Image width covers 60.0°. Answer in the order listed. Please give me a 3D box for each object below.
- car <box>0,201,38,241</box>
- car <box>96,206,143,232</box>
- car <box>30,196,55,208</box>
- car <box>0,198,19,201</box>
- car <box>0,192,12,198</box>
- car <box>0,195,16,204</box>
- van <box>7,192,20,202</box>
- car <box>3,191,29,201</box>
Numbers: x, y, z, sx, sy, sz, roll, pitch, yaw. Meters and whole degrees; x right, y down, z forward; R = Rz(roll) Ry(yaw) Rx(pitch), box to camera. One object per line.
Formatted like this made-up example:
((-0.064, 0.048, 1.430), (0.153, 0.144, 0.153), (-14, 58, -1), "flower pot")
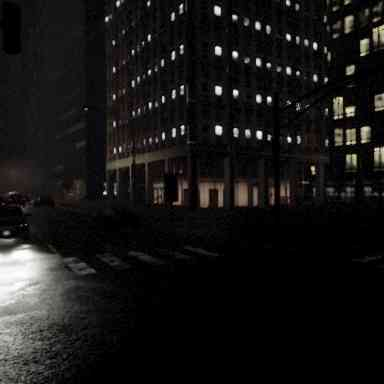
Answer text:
((-8.886, 1.409, 15.771), (2.128, 1.511, 4.902), (-1, 1, -31), "car")
((-4.128, 1.446, 18.674), (1.802, 1.307, 4.206), (0, 0, -31), "car")
((-18.696, 1.150, 41.983), (1.967, 1.590, 4.097), (0, 0, -34), "car")
((-14.066, 1.424, 24.232), (1.994, 1.385, 4.181), (-1, 1, -33), "car")
((-19.333, 1.155, 32.685), (2.097, 1.767, 4.553), (-1, 1, -32), "car")
((-29.783, 1.211, 53.524), (1.994, 1.385, 4.181), (-1, 1, -35), "car")
((-34.621, 0.903, 64.503), (1.690, 1.788, 3.998), (0, 0, -37), "van")
((-24.083, 1.054, 45.268), (2.097, 1.767, 4.553), (-1, 1, -34), "car")
